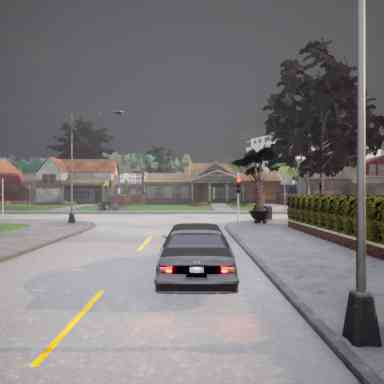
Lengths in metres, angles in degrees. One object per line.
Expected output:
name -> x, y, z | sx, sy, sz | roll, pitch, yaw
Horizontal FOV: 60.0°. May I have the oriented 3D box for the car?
car -> 0.103, 1.547, 8.919 | 2.033, 1.411, 5.357 | 0, 0, 0
